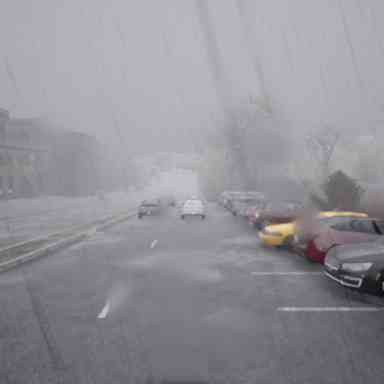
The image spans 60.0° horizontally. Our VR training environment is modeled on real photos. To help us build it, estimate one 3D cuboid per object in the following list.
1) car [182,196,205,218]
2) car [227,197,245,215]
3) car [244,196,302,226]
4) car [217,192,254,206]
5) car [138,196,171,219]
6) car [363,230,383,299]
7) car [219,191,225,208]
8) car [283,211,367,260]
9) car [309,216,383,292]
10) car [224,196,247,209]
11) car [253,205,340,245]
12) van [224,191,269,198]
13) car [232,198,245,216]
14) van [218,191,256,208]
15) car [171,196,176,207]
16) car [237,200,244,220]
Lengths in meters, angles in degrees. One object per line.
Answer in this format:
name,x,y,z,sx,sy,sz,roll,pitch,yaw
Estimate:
car,0.108,1.352,27.786,1.812,1.442,4.674,0,1,0
car,5.529,1.350,26.809,4.792,1.488,2.163,0,1,0
car,5.521,1.279,18.534,4.553,1.767,2.185,0,1,0
car,5.601,0.923,43.332,4.553,1.767,2.185,0,1,0
car,-3.149,1.327,26.947,2.128,1.511,4.902,0,1,0
car,5.535,1.472,4.768,5.008,1.535,2.097,0,0,0
car,5.534,1.077,35.196,4.553,1.767,2.185,0,1,0
car,5.574,1.485,10.272,4.792,1.488,2.163,0,0,0
car,5.549,1.465,7.521,4.892,1.521,2.231,0,0,0
car,5.590,1.313,29.561,4.792,1.488,2.163,0,1,0
car,5.362,1.438,13.032,5.366,1.575,1.946,0,0,0
van,5.679,1.020,32.310,4.442,1.987,1.878,0,1,0
car,5.559,1.390,24.051,4.674,1.452,2.002,0,1,0
van,5.453,0.881,40.578,4.442,1.987,1.878,0,1,0
car,-3.123,1.142,42.845,1.994,1.385,4.181,0,1,0
car,5.551,1.418,21.297,4.674,1.452,2.002,0,1,0
